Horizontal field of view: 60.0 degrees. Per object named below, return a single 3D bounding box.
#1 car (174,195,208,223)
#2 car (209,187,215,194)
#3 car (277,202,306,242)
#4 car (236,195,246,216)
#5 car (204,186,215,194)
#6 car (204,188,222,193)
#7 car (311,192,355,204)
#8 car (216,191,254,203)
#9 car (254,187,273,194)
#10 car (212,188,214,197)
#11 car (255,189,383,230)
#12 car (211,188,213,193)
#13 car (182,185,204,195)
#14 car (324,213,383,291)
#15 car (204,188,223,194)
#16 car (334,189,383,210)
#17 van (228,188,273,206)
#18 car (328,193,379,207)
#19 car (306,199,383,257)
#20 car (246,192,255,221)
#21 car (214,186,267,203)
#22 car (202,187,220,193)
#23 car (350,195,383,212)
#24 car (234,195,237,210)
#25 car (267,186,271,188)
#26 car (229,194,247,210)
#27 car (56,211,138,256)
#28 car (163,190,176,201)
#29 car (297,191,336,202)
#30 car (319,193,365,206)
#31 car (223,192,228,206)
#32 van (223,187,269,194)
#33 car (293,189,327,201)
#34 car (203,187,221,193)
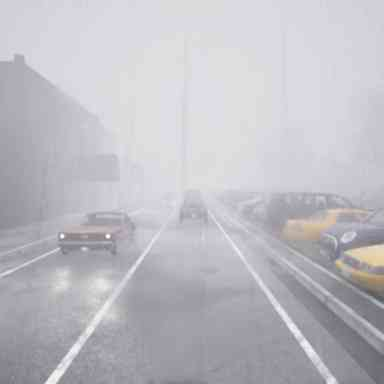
[{"bbox_3d":[0.085,1.198,22.715,2.128,1.511,4.902,0,1,0],"label":"car"},{"bbox_3d":[5.940,0.354,57.957,4.792,1.488,2.163,0,2,0],"label":"car"},{"bbox_3d":[6.288,1.318,12.736,5.366,1.575,1.946,0,1,0],"label":"car"},{"bbox_3d":[6.049,1.190,24.037,5.008,1.535,2.097,0,1,0],"label":"car"},{"bbox_3d":[5.575,-0.165,81.285,4.674,1.452,2.002,1,2,0],"label":"car"},{"bbox_3d":[5.506,-0.420,89.488,4.674,1.452,2.002,0,2,0],"label":"car"},{"bbox_3d":[18.555,0.769,43.928,4.892,1.521,2.231,0,2,0],"label":"car"},{"bbox_3d":[5.954,0.654,46.656,5.008,1.535,2.097,0,2,0],"label":"car"},{"bbox_3d":[18.633,-0.469,86.917,4.553,1.767,2.185,0,2,0],"label":"car"},{"bbox_3d":[6.132,0.569,49.482,5.366,1.575,1.946,0,2,0],"label":"car"},{"bbox_3d":[6.120,1.037,15.558,5.566,2.045,2.435,0,1,0],"label":"car"},{"bbox_3d":[5.926,0.447,55.132,4.674,1.452,2.002,0,2,0],"label":"car"},{"bbox_3d":[0.004,0.582,40.340,2.150,2.045,5.566,0,2,-1],"label":"car"},{"bbox_3d":[5.941,1.382,7.083,5.366,1.575,1.946,0,1,0],"label":"car"},{"bbox_3d":[5.552,-0.344,86.706,4.792,1.488,2.163,0,2,0],"label":"car"},{"bbox_3d":[18.554,0.760,35.578,5.566,2.045,2.435,0,2,0],"label":"car"},{"bbox_3d":[6.135,0.833,32.649,4.442,1.987,1.878,0,1,0],"label":"van"},{"bbox_3d":[18.540,0.958,38.408,4.792,1.488,2.163,0,2,0],"label":"car"},{"bbox_3d":[6.146,1.228,9.908,4.553,1.767,2.185,0,1,0],"label":"car"},{"bbox_3d":[6.098,1.097,21.210,4.553,1.767,2.185,0,1,0],"label":"car"},{"bbox_3d":[5.955,0.567,41.000,5.566,2.045,2.435,0,2,0],"label":"car"},{"bbox_3d":[5.459,-0.631,95.051,4.892,1.521,2.231,0,2,0],"label":"car"},{"bbox_3d":[18.587,1.090,32.751,5.008,1.535,2.097,0,2,0],"label":"car"},{"bbox_3d":[6.040,1.198,26.863,4.674,1.452,2.002,0,1,0],"label":"car"},{"bbox_3d":[18.610,-0.292,81.223,4.553,1.767,2.185,0,2,0],"label":"car"},{"bbox_3d":[6.033,1.160,29.697,4.674,1.452,2.002,0,1,0],"label":"car"},{"bbox_3d":[-3.346,1.439,12.555,1.895,1.301,4.718,0,1,0],"label":"car"},{"bbox_3d":[-3.516,0.541,52.765,1.837,1.490,4.892,0,1,0],"label":"car"},{"bbox_3d":[18.520,0.600,49.697,5.008,1.535,2.097,0,2,0],"label":"car"},{"bbox_3d":[18.529,0.876,41.231,4.792,1.488,2.163,0,2,0],"label":"car"},{"bbox_3d":[6.009,1.023,35.361,4.674,1.452,2.002,0,2,0],"label":"car"},{"bbox_3d":[6.112,0.676,38.178,4.442,1.987,1.878,0,2,0],"label":"van"},{"bbox_3d":[18.483,0.395,52.392,4.553,1.767,2.185,0,2,0],"label":"car"},{"bbox_3d":[5.455,-0.517,92.269,4.792,1.488,2.163,0,2,0],"label":"car"}]
